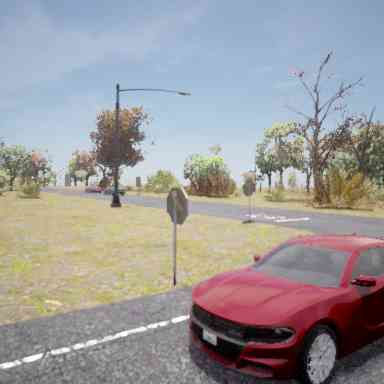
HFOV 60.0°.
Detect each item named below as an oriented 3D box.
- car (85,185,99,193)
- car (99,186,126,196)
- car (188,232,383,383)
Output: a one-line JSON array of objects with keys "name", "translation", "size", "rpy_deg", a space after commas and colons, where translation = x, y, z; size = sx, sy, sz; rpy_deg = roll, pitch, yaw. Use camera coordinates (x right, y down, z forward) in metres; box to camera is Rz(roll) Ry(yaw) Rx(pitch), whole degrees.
[{"name": "car", "translation": [-17.785, -0.490, 59.786], "size": [1.994, 1.385, 4.181], "rpy_deg": [0, 2, -36]}, {"name": "car", "translation": [-12.186, -0.198, 51.998], "size": [2.033, 1.411, 5.357], "rpy_deg": [0, 2, -36]}, {"name": "car", "translation": [2.248, 1.487, 5.472], "size": [5.008, 1.535, 1.882], "rpy_deg": [0, 0, -36]}]
